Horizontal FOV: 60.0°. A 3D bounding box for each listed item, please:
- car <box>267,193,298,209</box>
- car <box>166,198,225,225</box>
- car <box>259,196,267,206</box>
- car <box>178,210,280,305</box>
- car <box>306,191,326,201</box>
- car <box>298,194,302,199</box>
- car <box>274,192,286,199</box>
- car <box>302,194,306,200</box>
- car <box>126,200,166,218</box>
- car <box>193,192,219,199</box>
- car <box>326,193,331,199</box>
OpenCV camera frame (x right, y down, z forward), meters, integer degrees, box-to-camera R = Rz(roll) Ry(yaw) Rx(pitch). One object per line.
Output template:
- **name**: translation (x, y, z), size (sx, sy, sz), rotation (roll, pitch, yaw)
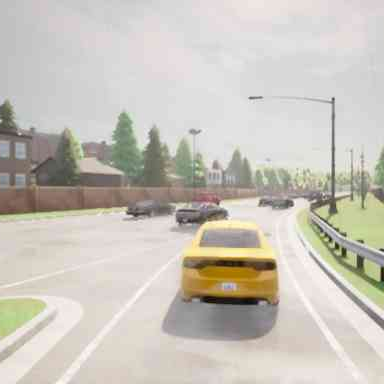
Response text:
- **car**: translation (11.208, 1.282, 40.848), size (2.128, 1.511, 4.902), rotation (0, 0, 28)
- **car**: translation (0.747, 1.383, 20.976), size (2.128, 1.511, 4.902), rotation (0, 0, 28)
- **car**: translation (10.997, 1.281, 47.964), size (1.812, 1.442, 4.674), rotation (0, 0, 28)
- **car**: translation (0.927, 1.436, 8.089), size (1.882, 1.535, 5.008), rotation (0, 0, 7)
- **car**: translation (25.371, 0.876, 67.810), size (2.150, 2.045, 5.566), rotation (0, 0, 28)
- **car**: translation (25.350, 1.100, 82.953), size (1.812, 1.442, 4.674), rotation (0, 0, 28)
- **car**: translation (22.580, 0.920, 85.203), size (2.097, 1.767, 4.553), rotation (0, 0, 28)
- **car**: translation (28.779, 1.058, 81.952), size (1.882, 1.535, 5.008), rotation (0, 0, 28)
- **car**: translation (-3.346, 1.405, 28.236), size (2.033, 1.411, 5.357), rotation (0, 0, 28)
- **car**: translation (2.049, 0.989, 45.991), size (2.150, 2.045, 5.566), rotation (0, 0, 28)
- **car**: translation (35.094, 1.057, 86.434), size (1.837, 1.490, 4.892), rotation (0, 0, 28)
